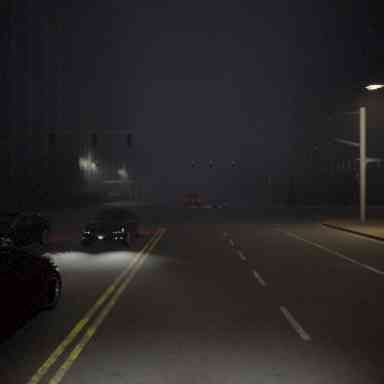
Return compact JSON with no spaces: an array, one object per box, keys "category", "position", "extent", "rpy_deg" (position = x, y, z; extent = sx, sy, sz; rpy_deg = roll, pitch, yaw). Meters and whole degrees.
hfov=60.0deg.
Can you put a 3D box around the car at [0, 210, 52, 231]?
[{"category":"car","position":[-7.036,1.482,12.613],"extent":[2.128,1.511,4.902],"rpy_deg":[0,0,1]}]

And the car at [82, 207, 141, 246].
[{"category":"car","position":[-3.510,1.497,15.226],"extent":[1.837,1.490,4.892],"rpy_deg":[0,0,0]}]

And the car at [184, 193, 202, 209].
[{"category":"car","position":[0.093,1.197,44.670],"extent":[2.150,2.045,5.566],"rpy_deg":[0,0,0]}]

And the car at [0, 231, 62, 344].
[{"category":"car","position":[-3.586,1.562,4.979],"extent":[1.994,1.385,4.181],"rpy_deg":[0,0,0]}]

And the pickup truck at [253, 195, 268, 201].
[{"category":"pickup truck","position":[16.604,1.014,79.072],"extent":[2.390,2.098,6.274],"rpy_deg":[0,0,30]}]

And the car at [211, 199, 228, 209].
[{"category":"car","position":[3.591,1.576,44.391],"extent":[1.895,1.301,4.718],"rpy_deg":[0,0,0]}]
